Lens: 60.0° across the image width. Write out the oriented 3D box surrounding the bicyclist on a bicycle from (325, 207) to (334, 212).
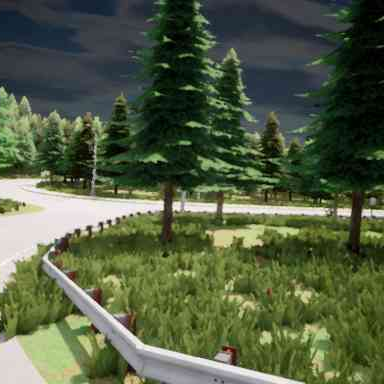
[{"bbox_3d":[14.383,2.013,34.029,0.582,1.620,1.656,3,36,-21],"label":"bicyclist on a bicycle"}]
